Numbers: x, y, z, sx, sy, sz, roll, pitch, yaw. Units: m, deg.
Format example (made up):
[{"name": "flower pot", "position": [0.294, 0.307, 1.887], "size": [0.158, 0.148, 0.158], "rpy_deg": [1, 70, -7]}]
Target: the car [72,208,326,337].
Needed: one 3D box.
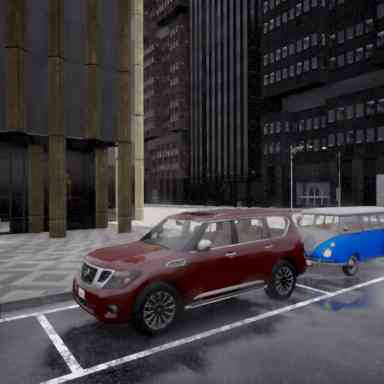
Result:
[{"name": "car", "position": [0.256, 1.315, 6.842], "size": [5.009, 1.841, 2.192], "rpy_deg": [0, 0, -36]}]

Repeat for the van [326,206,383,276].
[{"name": "van", "position": [4.753, 1.341, 10.052], "size": [3.998, 1.788, 1.690], "rpy_deg": [0, 0, -36]}]
